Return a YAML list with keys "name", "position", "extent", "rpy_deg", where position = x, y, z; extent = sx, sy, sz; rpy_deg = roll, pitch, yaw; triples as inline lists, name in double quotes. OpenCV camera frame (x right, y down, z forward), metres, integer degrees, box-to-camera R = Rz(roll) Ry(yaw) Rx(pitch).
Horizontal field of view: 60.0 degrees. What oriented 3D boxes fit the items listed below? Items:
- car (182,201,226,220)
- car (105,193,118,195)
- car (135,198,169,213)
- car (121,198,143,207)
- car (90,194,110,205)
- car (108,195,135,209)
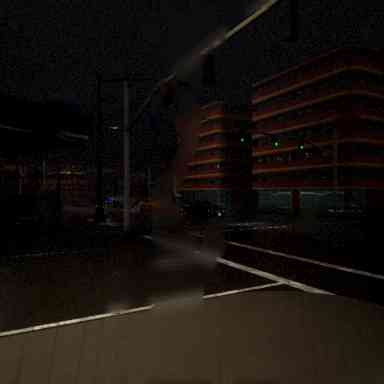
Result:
- name: "car"
  position: [0.897, 1.491, 28.056]
  extent: [2.128, 1.511, 4.902]
  rpy_deg: [0, 0, -30]
- name: "car"
  position: [-16.168, 1.352, 64.365]
  extent: [2.097, 1.767, 4.553]
  rpy_deg: [0, 0, -30]
- name: "car"
  position: [-4.231, 1.478, 36.778]
  extent: [1.882, 1.535, 5.008]
  rpy_deg: [0, 0, -30]
- name: "car"
  position: [-9.719, 1.601, 53.401]
  extent: [1.895, 1.301, 4.718]
  rpy_deg: [0, 0, -30]
- name: "car"
  position: [-16.121, 1.507, 57.121]
  extent: [1.837, 1.490, 4.892]
  rpy_deg: [0, -1, -30]
- name: "car"
  position: [-9.483, 1.491, 45.717]
  extent: [2.128, 1.511, 4.902]
  rpy_deg: [0, 0, -30]
